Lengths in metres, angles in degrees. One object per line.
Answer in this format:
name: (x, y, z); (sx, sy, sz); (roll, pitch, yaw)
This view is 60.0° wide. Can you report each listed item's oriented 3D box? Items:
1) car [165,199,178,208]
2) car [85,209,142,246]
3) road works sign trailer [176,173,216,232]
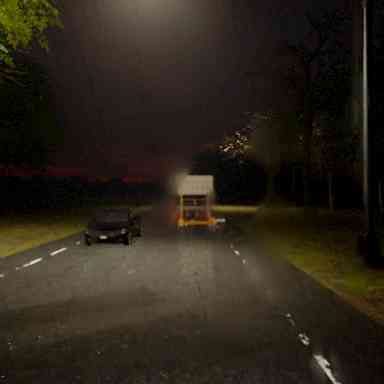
car: (-3.552, 1.970, 57.394); (1.812, 1.442, 4.674); (0, -1, 0)
car: (-3.597, 1.587, 16.003); (1.882, 1.535, 5.008); (0, 0, 0)
road works sign trailer: (0.198, 0.612, 21.419); (2.380, 3.560, 2.880); (0, 0, -8)
